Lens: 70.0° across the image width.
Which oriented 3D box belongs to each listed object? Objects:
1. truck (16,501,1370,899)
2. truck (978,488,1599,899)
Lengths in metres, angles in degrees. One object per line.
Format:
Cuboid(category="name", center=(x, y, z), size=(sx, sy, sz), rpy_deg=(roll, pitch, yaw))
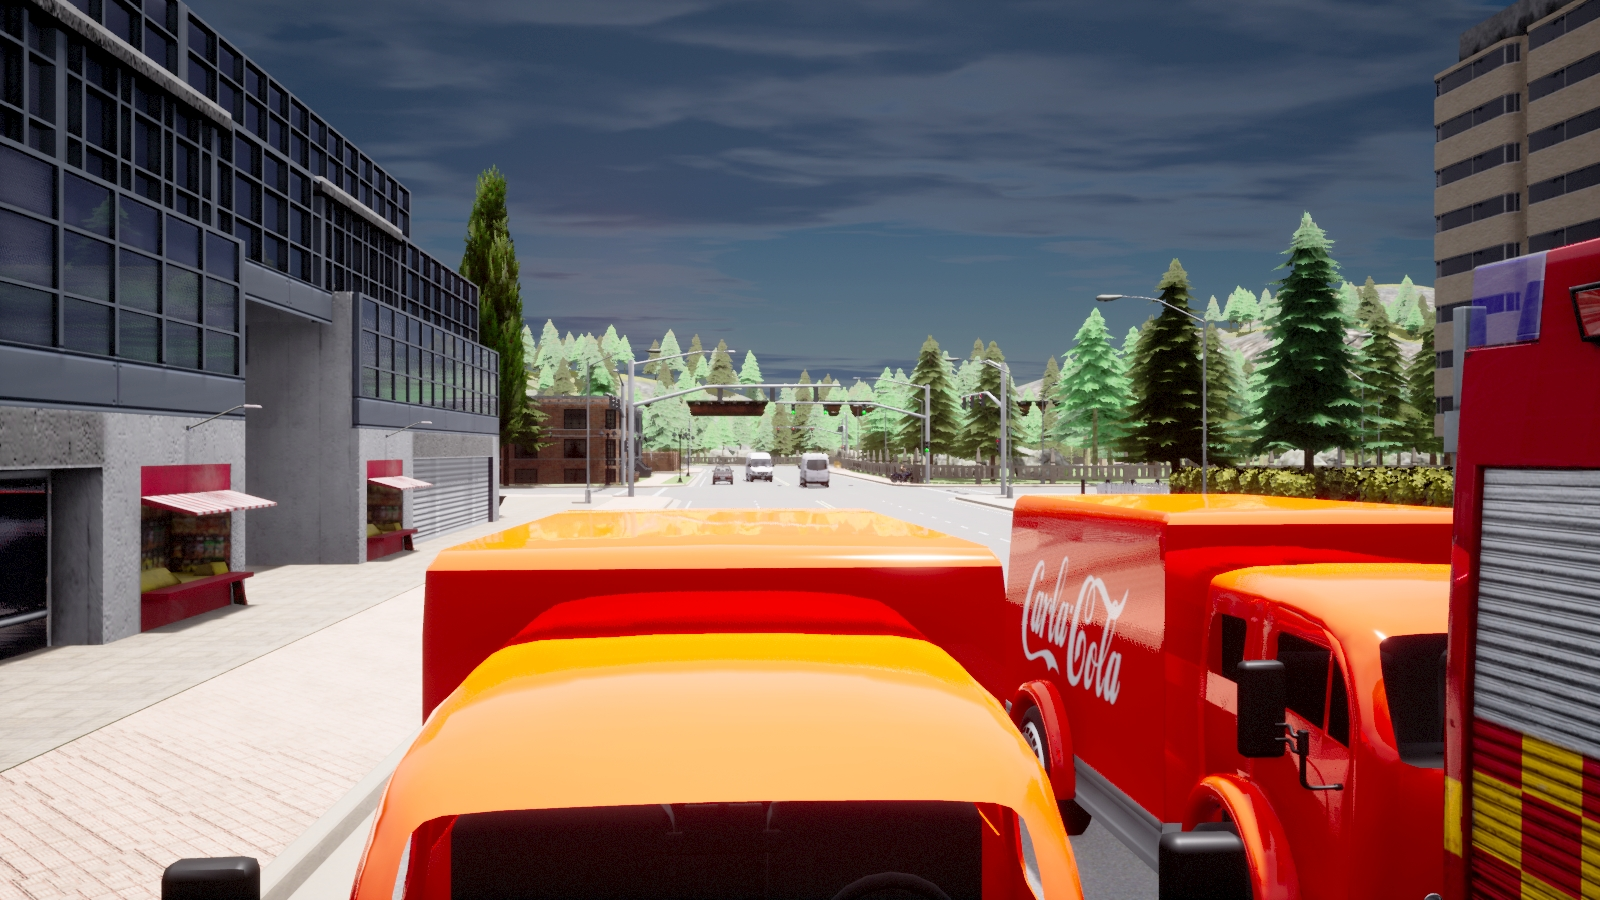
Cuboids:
Cuboid(category="truck", center=(-0.347, 1.568, 4.821), size=(2.627, 2.467, 5.204), rpy_deg=(0, 0, -4))
Cuboid(category="truck", center=(3.003, 1.568, 7.234), size=(2.627, 2.467, 5.204), rpy_deg=(0, 0, -4))
